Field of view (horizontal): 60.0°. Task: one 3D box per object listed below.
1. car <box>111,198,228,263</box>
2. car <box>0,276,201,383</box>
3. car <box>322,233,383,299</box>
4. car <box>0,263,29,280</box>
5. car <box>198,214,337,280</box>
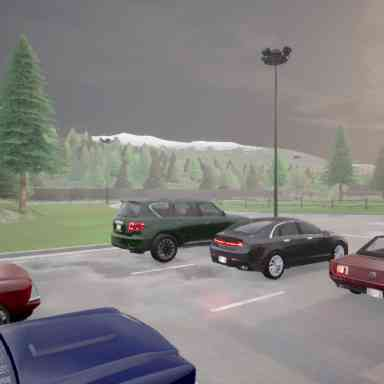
[{"bbox_3d":[-0.162,1.221,12.250,5.566,2.045,2.150,0,0,-35],"label":"car"},{"bbox_3d":[-2.217,1.601,2.166,4.718,1.301,1.895,0,0,-35],"label":"car"},{"bbox_3d":[5.236,1.601,7.487,4.718,1.301,1.895,0,0,-35],"label":"car"},{"bbox_3d":[-4.761,1.601,4.652,4.718,1.301,1.895,0,0,-35],"label":"car"},{"bbox_3d":[2.774,1.505,10.036,4.892,1.490,1.837,0,0,-35],"label":"car"}]
